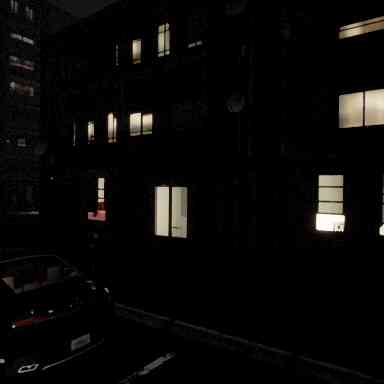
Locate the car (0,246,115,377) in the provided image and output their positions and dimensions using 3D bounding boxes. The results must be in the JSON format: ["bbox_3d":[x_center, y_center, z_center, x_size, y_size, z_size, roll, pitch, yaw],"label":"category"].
[{"bbox_3d":[-3.103,1.549,5.230,4.403,1.369,2.008,0,1,36],"label":"car"}]
